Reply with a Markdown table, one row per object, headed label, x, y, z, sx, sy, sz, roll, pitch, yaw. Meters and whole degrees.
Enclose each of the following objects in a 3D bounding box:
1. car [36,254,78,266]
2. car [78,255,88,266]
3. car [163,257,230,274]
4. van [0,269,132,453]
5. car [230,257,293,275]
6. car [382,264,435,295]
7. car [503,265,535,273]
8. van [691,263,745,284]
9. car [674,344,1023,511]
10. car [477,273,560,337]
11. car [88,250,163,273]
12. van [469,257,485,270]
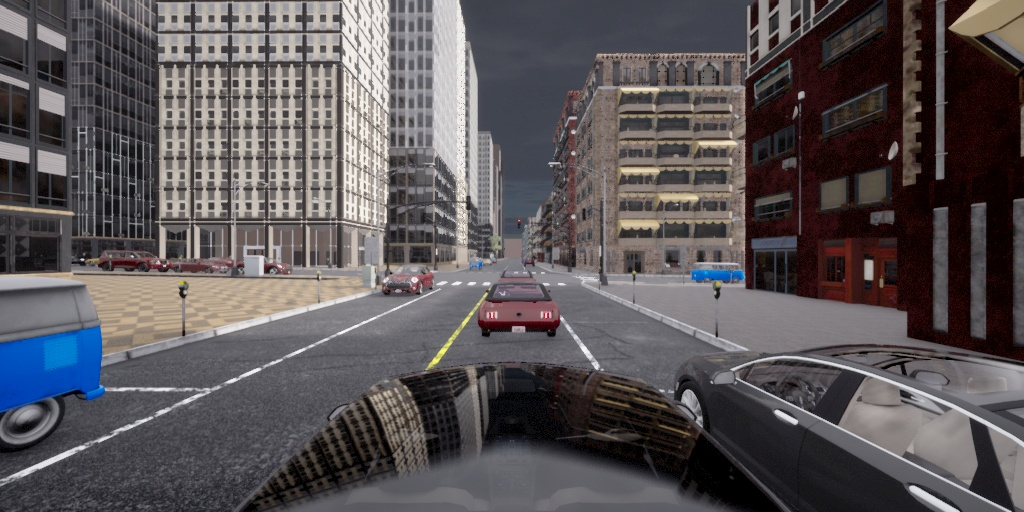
| label | x | y | z | sx | sy | sz | roll | pitch | yaw |
| --- | --- | --- | --- | --- | --- | --- | --- | --- | --- |
| car | -48.770 | 0.397 | 38.959 | 4.313 | 1.339 | 1.948 | 0 | 0 | 0 |
| car | -43.364 | 0.464 | 38.922 | 4.829 | 1.417 | 1.751 | 0 | 0 | 0 |
| car | -26.462 | 0.855 | 30.424 | 4.207 | 1.307 | 1.802 | 0 | 0 | 0 |
| van | -5.685 | 1.091 | 2.533 | 1.690 | 1.789 | 3.998 | 0 | 0 | 1 |
| car | -20.888 | 0.820 | 30.386 | 4.097 | 1.591 | 1.967 | 0 | 0 | 0 |
| car | -5.531 | 1.191 | 19.478 | 1.967 | 1.591 | 4.097 | 0 | 0 | 1 |
| car | 0.247 | 1.352 | 19.396 | 1.895 | 1.301 | 4.718 | 0 | 0 | 0 |
| van | 17.169 | 1.455 | 29.987 | 3.998 | 1.789 | 1.690 | 0 | 0 | 0 |
| car | 2.695 | 1.300 | 2.455 | 2.007 | 1.370 | 4.403 | 0 | 0 | 1 |
| car | 0.176 | 1.351 | 10.226 | 1.895 | 1.301 | 4.718 | 0 | 0 | 1 |
| car | -32.036 | 0.481 | 30.463 | 5.009 | 1.841 | 2.192 | 0 | 0 | 0 |
| van | -5.233 | 1.102 | 51.950 | 1.690 | 1.789 | 3.998 | 0 | 0 | 1 |
